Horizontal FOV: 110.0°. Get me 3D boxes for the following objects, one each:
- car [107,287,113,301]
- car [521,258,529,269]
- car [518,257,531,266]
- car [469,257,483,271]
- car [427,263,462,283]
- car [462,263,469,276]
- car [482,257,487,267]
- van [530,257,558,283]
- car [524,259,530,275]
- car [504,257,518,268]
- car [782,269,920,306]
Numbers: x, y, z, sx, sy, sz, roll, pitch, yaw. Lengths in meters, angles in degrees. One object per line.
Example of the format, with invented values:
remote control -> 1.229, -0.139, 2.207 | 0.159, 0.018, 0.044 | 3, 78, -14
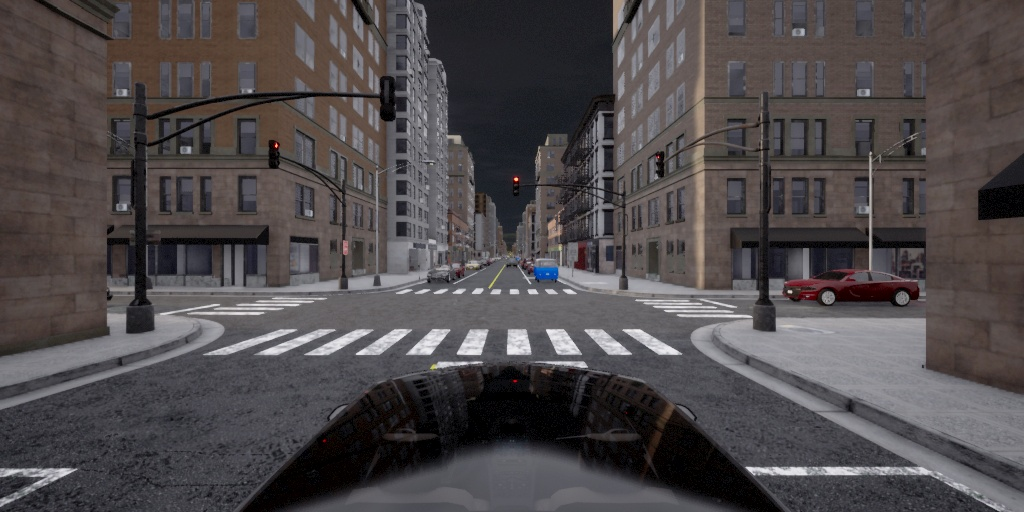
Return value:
car -> -17.751, 1.198, 12.776 | 5.357, 1.411, 2.033 | 0, 0, 0
car -> 2.547, 1.326, 50.695 | 1.802, 1.307, 4.207 | 0, 0, 0
car -> 2.537, 1.055, 56.376 | 2.192, 1.841, 5.009 | 0, 0, 0
car -> -5.478, 1.270, 50.504 | 1.751, 1.417, 4.829 | 0, 0, 0
car -> -5.436, 1.299, 27.946 | 2.007, 1.370, 4.403 | 0, 0, 0
car -> -5.446, 1.293, 33.627 | 1.888, 1.381, 4.507 | 0, 0, 0
car -> -5.488, 1.306, 56.356 | 1.948, 1.339, 4.313 | 0, 0, 0
van -> 2.589, 1.089, 27.969 | 1.690, 1.789, 3.998 | 0, 0, 0
car -> 2.568, 1.330, 39.331 | 1.802, 1.307, 4.207 | 0, 0, 0
car -> -0.012, 1.337, 61.580 | 1.895, 1.301, 4.718 | 0, 0, 0
car -> 14.790, 1.326, 15.833 | 5.008, 1.535, 1.882 | 0, 0, 1
